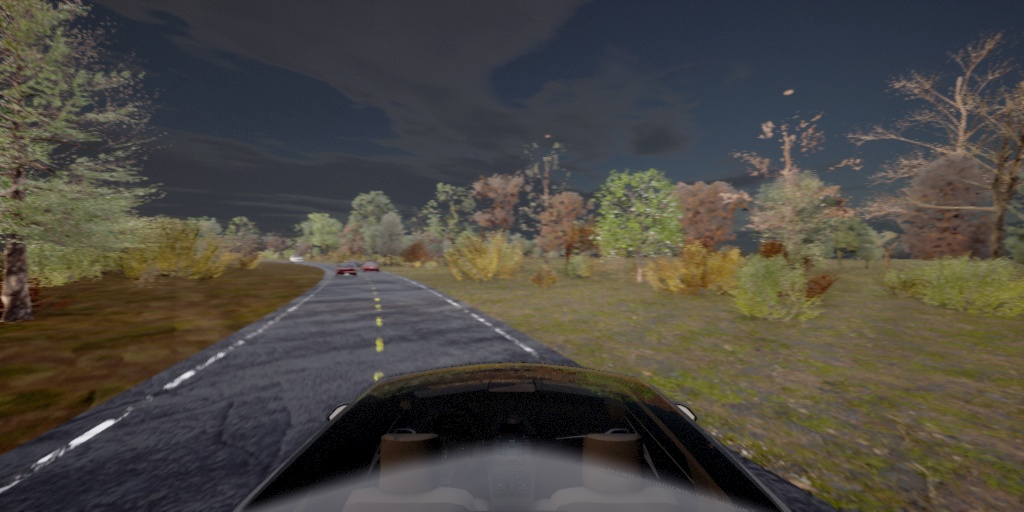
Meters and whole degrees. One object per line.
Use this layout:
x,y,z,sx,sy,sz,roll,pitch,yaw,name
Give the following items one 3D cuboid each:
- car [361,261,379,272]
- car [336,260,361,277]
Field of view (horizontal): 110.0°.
-18.407,1.320,46.309,1.994,1.385,4.181,0,0,-28,car
-16.056,1.348,34.779,1.895,1.301,4.718,0,0,-26,car
